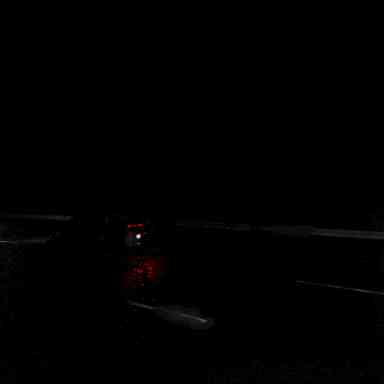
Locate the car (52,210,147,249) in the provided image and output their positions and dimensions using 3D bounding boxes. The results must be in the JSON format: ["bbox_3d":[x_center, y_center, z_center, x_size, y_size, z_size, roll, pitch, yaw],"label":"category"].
[{"bbox_3d":[-4.253,1.568,14.950,4.892,1.490,1.837,0,0,32],"label":"car"}]
